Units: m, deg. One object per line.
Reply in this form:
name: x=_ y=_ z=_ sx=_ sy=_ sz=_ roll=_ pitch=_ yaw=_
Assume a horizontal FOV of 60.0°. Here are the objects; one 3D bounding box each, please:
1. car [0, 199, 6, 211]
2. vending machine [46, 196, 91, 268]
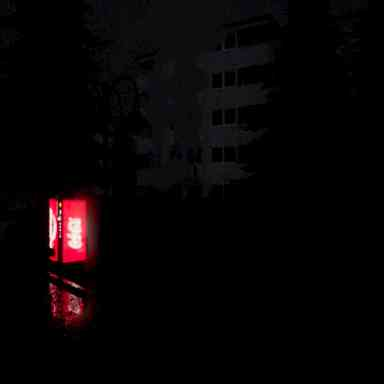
car: x=-23.726 y=1.352 z=39.752 sx=2.097 sy=1.767 sz=4.553 roll=0 pitch=0 yaw=-22
vending machine: x=-3.898 y=1.195 z=10.468 sx=1.100 sy=2.100 sz=0.880 roll=0 pitch=0 yaw=-40
